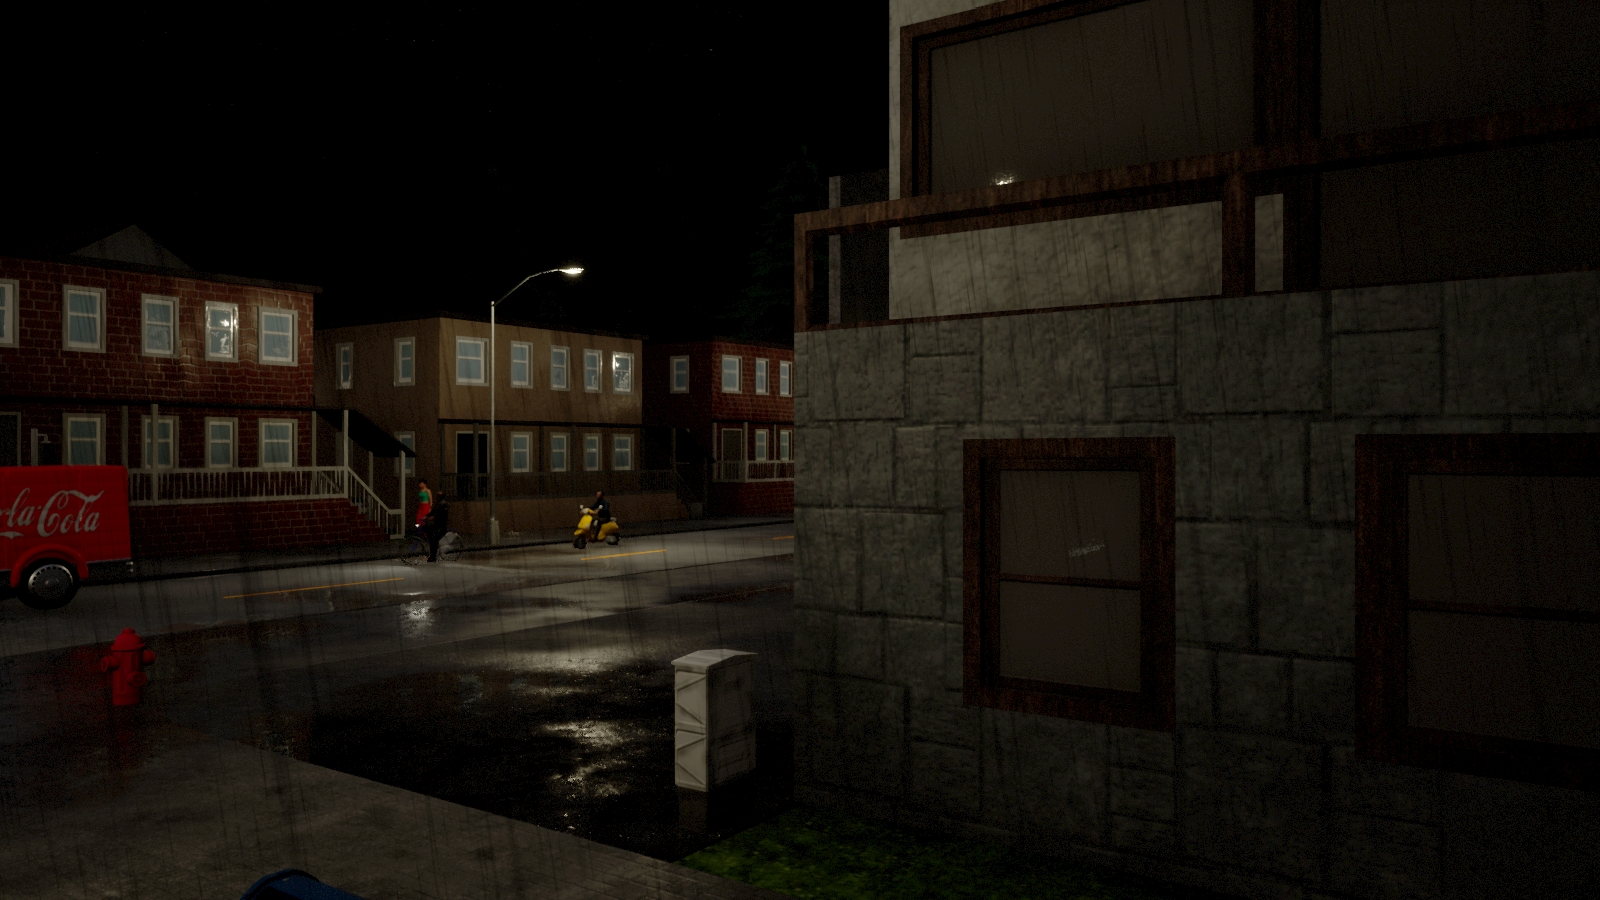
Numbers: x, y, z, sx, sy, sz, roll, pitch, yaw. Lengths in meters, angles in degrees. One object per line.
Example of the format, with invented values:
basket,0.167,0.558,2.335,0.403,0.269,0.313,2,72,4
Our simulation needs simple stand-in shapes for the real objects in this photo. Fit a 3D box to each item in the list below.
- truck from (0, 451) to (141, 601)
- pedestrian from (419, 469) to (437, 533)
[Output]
truck,-14.754,1.320,19.697,2.627,2.467,5.204,0,1,37
pedestrian,-11.031,1.512,33.876,0.375,1.860,0.375,0,0,35
